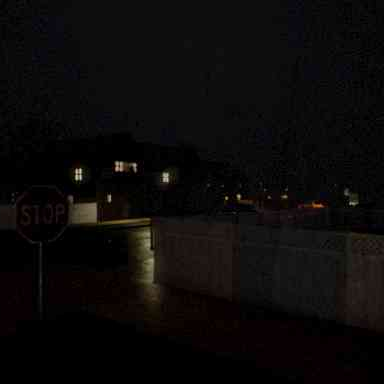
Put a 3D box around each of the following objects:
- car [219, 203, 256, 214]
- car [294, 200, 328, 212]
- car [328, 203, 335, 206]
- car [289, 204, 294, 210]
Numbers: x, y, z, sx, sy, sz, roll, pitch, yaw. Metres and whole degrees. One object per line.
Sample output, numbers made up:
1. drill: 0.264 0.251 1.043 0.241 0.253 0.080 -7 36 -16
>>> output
1. car: 4.264 1.797 30.817 1.837 1.490 4.892 0 0 35
2. car: 14.499 1.810 40.379 2.097 1.767 4.553 0 -1 36
3. car: 20.146 2.185 48.526 1.895 1.301 4.718 0 -1 35
4. car: 15.008 2.019 45.985 1.882 1.535 5.008 0 -1 35
